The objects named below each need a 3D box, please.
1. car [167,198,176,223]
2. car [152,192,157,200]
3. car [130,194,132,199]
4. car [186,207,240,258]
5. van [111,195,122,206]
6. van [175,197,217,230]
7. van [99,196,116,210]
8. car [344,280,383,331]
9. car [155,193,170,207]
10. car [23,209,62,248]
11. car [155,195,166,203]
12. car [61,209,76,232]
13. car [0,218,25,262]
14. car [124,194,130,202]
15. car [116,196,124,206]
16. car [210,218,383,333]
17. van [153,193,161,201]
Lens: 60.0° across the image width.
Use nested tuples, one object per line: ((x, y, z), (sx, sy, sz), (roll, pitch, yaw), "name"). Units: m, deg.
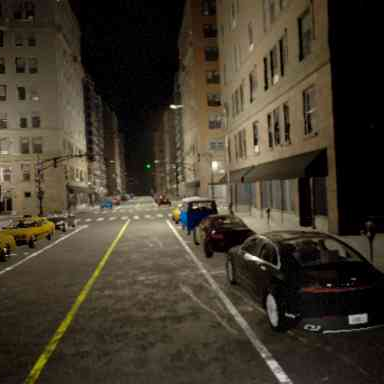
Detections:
((-0.497, 1.388, 23.490), (1.752, 1.417, 4.829), (-3, 0, -8), "car")
((-5.712, 1.170, 61.328), (2.192, 1.841, 5.009), (-3, 0, -8), "car")
((-18.699, 1.823, 93.359), (1.947, 1.339, 4.313), (-3, 1, -8), "car")
((1.074, 1.445, 12.088), (1.802, 1.307, 4.206), (-3, 0, -8), "car")
((-14.903, 1.647, 65.686), (1.690, 1.788, 3.998), (-3, 0, -8), "van")
((0.289, 1.205, 17.703), (1.690, 1.788, 3.998), (-3, 0, -8), "van")
((-12.620, 1.657, 49.085), (1.690, 1.788, 3.998), (-3, 0, -8), "van")
((2.617, 1.420, 0.855), (1.947, 1.339, 4.313), (-3, 0, -8), "car")
((-4.183, 1.300, 50.262), (1.967, 1.590, 4.097), (-3, 0, -8), "car")
((-8.111, 1.844, 16.361), (1.752, 1.417, 4.829), (-3, 0, -8), "car")
((-6.459, 1.416, 66.862), (1.947, 1.339, 4.313), (-3, 0, -8), "car")
((-8.904, 1.869, 22.144), (2.008, 1.369, 4.403), (-3, 0, -8), "car")
((-7.338, 1.843, 10.745), (1.752, 1.417, 4.829), (-3, 0, -8), "car")
((-17.176, 1.825, 82.291), (1.887, 1.381, 4.507), (-3, 1, -8), "car")
((-14.144, 1.625, 60.153), (2.192, 1.841, 5.009), (-3, 0, -8), "car")
((1.844, 1.411, 6.470), (2.008, 1.369, 4.403), (-3, 0, -8), "car")
((-8.755, 1.166, 83.460), (1.690, 1.788, 3.998), (-3, 1, -8), "van")
